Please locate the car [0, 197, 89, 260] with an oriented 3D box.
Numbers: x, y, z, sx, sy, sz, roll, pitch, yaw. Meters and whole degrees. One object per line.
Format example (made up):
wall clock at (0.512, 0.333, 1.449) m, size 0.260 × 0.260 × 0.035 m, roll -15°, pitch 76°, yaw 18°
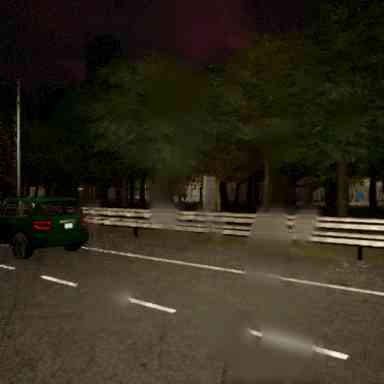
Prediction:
car at (-6.300, 1.226, 12.659) m, size 5.566 × 2.045 × 2.150 m, roll 0°, pitch 0°, yaw 35°
